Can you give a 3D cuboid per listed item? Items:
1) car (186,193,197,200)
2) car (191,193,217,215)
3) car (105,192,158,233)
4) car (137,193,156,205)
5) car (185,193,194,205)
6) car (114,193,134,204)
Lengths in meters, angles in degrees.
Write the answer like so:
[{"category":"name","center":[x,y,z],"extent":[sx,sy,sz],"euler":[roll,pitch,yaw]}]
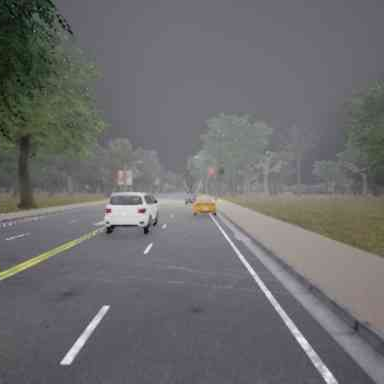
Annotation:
[{"category":"car","center":[-0.100,0.880,66.107],"extent":[2.033,1.411,5.357],"euler":[0,0,0]},{"category":"car","center":[1.101,1.164,29.139],"extent":[1.882,1.535,5.008],"euler":[0,1,0]},{"category":"car","center":[-3.166,1.027,18.226],"extent":[2.150,2.045,5.566],"euler":[0,1,0]},{"category":"car","center":[-6.649,0.964,48.828],"extent":[2.128,1.511,4.902],"euler":[0,1,0]},{"category":"car","center":[-0.059,1.035,47.279],"extent":[2.033,1.411,5.357],"euler":[0,1,0]},{"category":"car","center":[-9.892,0.951,48.778],"extent":[1.882,1.535,5.008],"euler":[0,0,0]}]
